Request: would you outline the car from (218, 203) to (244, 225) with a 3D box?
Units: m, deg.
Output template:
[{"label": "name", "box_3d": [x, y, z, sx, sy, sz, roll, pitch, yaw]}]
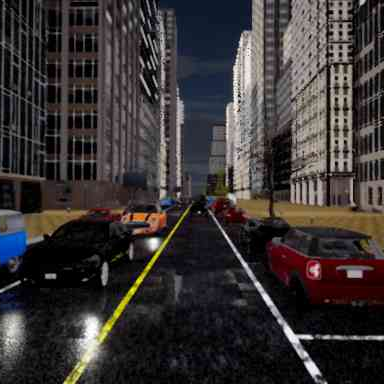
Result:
[{"label": "car", "box_3d": [3.159, 1.751, 24.951, 1.802, 1.307, 4.206, 1, 0, 1]}]

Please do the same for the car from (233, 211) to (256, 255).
[{"label": "car", "box_3d": [3.003, 1.665, 13.576, 1.947, 1.339, 4.313, 1, 0, 1]}]

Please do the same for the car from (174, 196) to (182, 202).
[{"label": "car", "box_3d": [-3.885, 1.993, 93.391, 1.967, 1.590, 4.097, 1, 0, 1]}]

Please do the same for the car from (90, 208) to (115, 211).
[{"label": "car", "box_3d": [-5.340, 1.634, 19.448, 1.887, 1.381, 4.507, 1, 0, 1]}]

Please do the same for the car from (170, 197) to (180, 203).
[{"label": "car", "box_3d": [-4.109, 2.031, 82.014, 2.008, 1.369, 4.403, 1, 0, 1]}]

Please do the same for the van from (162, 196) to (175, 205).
[{"label": "van", "box_3d": [-4.550, 1.678, 59.263, 1.690, 1.788, 3.998, 1, 0, 1]}]

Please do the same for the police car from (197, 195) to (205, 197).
[{"label": "police car", "box_3d": [2.371, 1.906, 76.545, 1.930, 1.638, 5.238, 0, 0, 1]}]

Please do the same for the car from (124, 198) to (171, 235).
[{"label": "car", "box_3d": [-2.712, 1.457, 19.549, 2.097, 1.767, 4.553, 0, 0, 2]}]

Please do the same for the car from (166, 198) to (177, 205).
[{"label": "car", "box_3d": [-4.331, 1.974, 70.638, 1.947, 1.339, 4.313, 1, 0, 1]}]

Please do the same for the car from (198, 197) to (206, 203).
[{"label": "car", "box_3d": [2.563, 2.049, 86.433, 1.837, 1.490, 4.892, 0, 0, 1]}]

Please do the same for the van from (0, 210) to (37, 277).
[{"label": "van", "box_3d": [-5.671, 1.360, 8.077, 1.690, 1.788, 3.998, 1, 0, 1]}]

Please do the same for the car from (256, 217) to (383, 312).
[{"label": "car", "box_3d": [2.949, 1.505, 7.888, 1.967, 1.590, 4.097, 1, 0, 1]}]

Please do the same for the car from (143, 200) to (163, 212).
[{"label": "car", "box_3d": [-4.886, 1.796, 42.198, 1.947, 1.339, 4.313, 1, 0, 1]}]

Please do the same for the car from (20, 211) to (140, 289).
[{"label": "car", "box_3d": [-2.939, 1.520, 9.510, 1.882, 1.535, 5.008, 0, 0, 1]}]

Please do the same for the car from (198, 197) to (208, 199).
[{"label": "car", "box_3d": [0.986, 1.796, 46.806, 1.837, 1.490, 4.892, 0, 0, 1]}]

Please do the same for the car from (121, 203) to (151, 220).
[{"label": "car", "box_3d": [-5.109, 1.726, 30.822, 1.947, 1.339, 4.313, 1, 0, 1]}]

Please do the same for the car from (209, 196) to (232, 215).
[{"label": "car", "box_3d": [3.385, 1.555, 36.328, 2.192, 1.841, 5.009, 1, 0, 1]}]

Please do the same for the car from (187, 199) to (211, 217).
[{"label": "car", "box_3d": [0.743, 1.715, 34.192, 1.837, 1.490, 4.892, 0, -1, 1]}]

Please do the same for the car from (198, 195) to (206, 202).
[{"label": "car", "box_3d": [2.682, 1.808, 92.463, 2.150, 2.045, 5.566, 0, 0, 1]}]

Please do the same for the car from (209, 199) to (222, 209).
[{"label": "car", "box_3d": [3.718, 1.872, 53.560, 1.752, 1.417, 4.829, 1, 0, 1]}]

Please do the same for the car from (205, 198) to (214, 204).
[{"label": "car", "box_3d": [4.270, 2.075, 81.829, 2.008, 1.369, 4.403, 1, 0, 1]}]

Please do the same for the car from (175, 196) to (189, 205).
[{"label": "car", "box_3d": [-1.704, 1.760, 67.957, 2.097, 1.767, 4.553, 0, 0, 1]}]
